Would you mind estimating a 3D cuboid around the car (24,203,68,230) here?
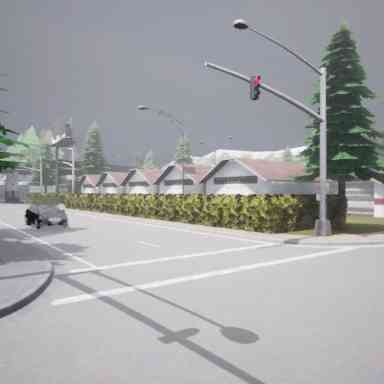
[{"bbox_3d":[-9.564,1.522,21.668,2.128,1.511,4.902,0,1,-37],"label":"car"}]
